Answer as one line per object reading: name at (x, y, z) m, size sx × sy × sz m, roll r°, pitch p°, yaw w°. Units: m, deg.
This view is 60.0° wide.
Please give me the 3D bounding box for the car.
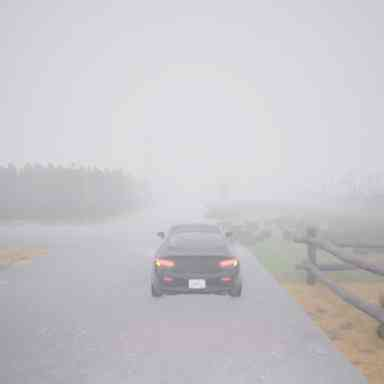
car at (0.084, 1.433, 8.190) m, size 1.812 × 1.442 × 4.674 m, roll 0°, pitch 1°, yaw 0°
